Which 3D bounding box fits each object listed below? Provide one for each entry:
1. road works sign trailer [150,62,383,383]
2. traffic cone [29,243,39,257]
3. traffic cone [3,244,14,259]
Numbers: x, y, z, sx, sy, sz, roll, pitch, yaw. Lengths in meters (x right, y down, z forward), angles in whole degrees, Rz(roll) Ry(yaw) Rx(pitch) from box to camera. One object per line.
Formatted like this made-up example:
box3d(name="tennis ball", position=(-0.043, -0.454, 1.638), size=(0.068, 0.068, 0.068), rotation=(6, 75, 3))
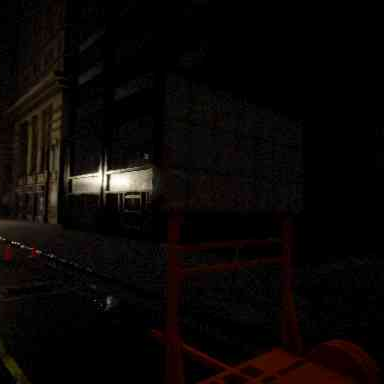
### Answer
box3d(name="road works sign trailer", position=(0.409, 0.671, 3.721), size=(2.380, 3.560, 2.880), rotation=(4, -4, -41))
box3d(name="traffic cone", position=(-6.900, 2.534, 14.552), size=(0.340, 0.580, 0.340), rotation=(4, -4, -41))
box3d(name="traffic cone", position=(-7.651, 2.485, 13.894), size=(0.340, 0.580, 0.340), rotation=(4, -4, -41))
